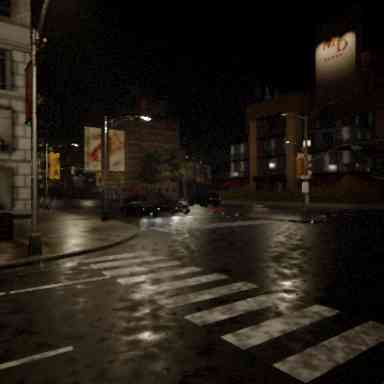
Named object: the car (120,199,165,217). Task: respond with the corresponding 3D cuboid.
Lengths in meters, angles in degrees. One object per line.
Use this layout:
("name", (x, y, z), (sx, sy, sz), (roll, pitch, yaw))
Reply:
("car", (-4.718, 1.539, 30.140), (1.895, 1.301, 4.718), (0, 0, -36))

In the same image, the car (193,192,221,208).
("car", (1.694, 1.090, 47.161), (2.150, 2.045, 5.566), (0, 0, -36))

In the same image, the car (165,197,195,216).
("car", (-2.070, 1.447, 32.451), (1.812, 1.442, 4.674), (0, 0, -36))

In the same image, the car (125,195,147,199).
("car", (-9.612, 1.239, 56.203), (4.553, 1.767, 2.097), (0, 0, 39))
